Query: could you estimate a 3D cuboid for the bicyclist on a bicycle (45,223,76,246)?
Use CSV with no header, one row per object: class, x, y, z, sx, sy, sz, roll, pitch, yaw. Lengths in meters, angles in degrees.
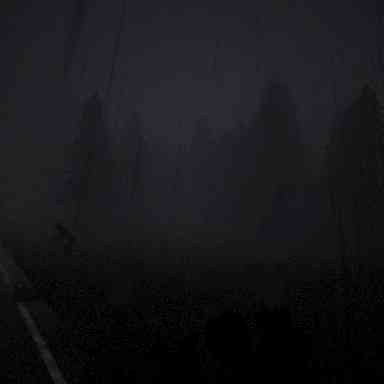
bicyclist on a bicycle,-4.687,1.934,11.924,1.656,1.620,0.582,6,-5,-34
